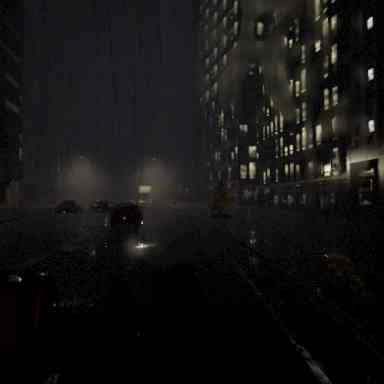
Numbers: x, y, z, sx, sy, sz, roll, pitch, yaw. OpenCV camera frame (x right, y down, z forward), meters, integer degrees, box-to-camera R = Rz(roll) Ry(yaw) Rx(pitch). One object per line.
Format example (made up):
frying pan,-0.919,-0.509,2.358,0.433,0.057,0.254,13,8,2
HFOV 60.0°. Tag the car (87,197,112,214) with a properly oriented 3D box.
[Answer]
car,-9.462,1.565,34.929,1.994,1.385,4.181,0,0,-9

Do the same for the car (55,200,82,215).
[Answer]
car,-12.652,1.542,34.482,2.033,1.411,5.357,0,0,-9

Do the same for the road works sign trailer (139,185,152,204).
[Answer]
road works sign trailer,-9.030,0.488,64.366,2.380,3.560,2.880,0,0,-17

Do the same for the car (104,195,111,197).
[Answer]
car,-18.987,1.426,74.302,1.812,1.442,4.674,0,0,-19

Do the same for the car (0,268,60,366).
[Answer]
car,-3.281,1.568,4.165,1.994,1.385,4.181,0,0,-1

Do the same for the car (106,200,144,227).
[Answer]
car,-4.466,1.483,23.183,1.882,1.535,5.008,0,0,-6

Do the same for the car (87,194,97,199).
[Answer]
car,-22.331,1.095,74.040,2.097,1.767,4.553,0,0,-19

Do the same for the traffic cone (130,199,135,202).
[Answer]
traffic cone,-12.399,1.974,70.656,0.340,0.580,0.340,0,0,-17
